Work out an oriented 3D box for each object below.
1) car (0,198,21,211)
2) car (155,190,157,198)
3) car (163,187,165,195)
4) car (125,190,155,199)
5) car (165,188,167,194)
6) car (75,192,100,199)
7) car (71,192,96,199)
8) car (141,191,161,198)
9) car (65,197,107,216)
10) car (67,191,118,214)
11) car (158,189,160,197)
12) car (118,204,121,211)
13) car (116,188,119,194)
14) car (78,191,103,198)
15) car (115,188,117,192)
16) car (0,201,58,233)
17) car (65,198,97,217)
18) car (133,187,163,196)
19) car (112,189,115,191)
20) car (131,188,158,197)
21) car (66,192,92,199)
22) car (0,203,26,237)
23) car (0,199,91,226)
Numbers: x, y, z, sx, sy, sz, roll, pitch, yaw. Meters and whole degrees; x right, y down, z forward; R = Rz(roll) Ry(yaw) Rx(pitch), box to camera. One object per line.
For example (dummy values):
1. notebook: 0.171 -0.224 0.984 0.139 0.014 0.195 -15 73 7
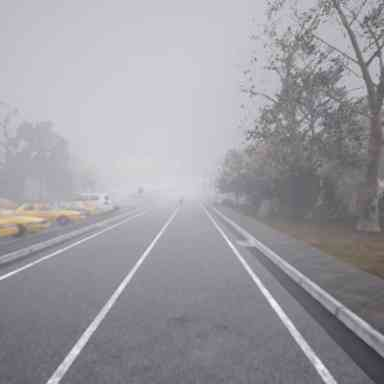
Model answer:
1. car: -23.217 1.462 39.141 5.008 1.535 2.097 0 0 0
2. car: -10.351 0.753 69.053 4.792 1.488 2.163 0 0 0
3. car: -10.220 0.298 88.556 4.553 1.767 2.185 0 2 0
4. car: -10.302 0.768 66.269 4.792 1.488 2.163 0 0 0
5. car: -10.260 0.281 94.134 4.792 1.488 2.163 0 2 0
6. car: -23.410 0.713 74.604 4.792 1.488 2.163 0 0 0
7. car: -23.394 0.746 71.692 4.674 1.452 2.002 0 0 0
8. car: -10.242 0.591 82.980 4.792 1.488 2.163 0 1 0
9. car: -10.358 1.438 28.130 5.366 1.575 1.946 0 0 0
10. car: -10.194 1.196 30.906 5.566 2.045 2.435 0 0 0
11. car: -10.296 0.686 74.618 5.008 1.535 2.097 0 1 0
12. car: -10.163 1.453 33.681 5.008 1.535 2.097 0 0 0
13. car: -23.315 0.341 91.342 4.892 1.521 2.231 0 2 0
14. car: -23.557 0.649 77.396 5.366 1.575 1.946 0 1 0
15. car: -23.326 0.426 88.425 5.008 1.535 2.097 0 2 0
16. car: -10.018 1.417 16.903 5.366 1.575 1.946 0 0 0
17. car: -10.187 1.436 25.353 4.892 1.521 2.231 0 0 0
18. car: -10.320 0.403 77.408 5.566 2.045 2.435 0 1 0
19. car: -23.337 0.498 85.636 5.008 1.535 2.097 0 1 0
20. car: -10.343 0.582 71.838 4.553 1.767 2.185 0 0 0
21. car: -23.404 0.761 68.907 4.674 1.452 2.002 0 0 0
22. car: -10.397 1.417 14.251 5.366 1.575 1.946 0 0 0
23. car: -10.003 1.426 22.576 5.366 1.575 1.946 0 0 0
